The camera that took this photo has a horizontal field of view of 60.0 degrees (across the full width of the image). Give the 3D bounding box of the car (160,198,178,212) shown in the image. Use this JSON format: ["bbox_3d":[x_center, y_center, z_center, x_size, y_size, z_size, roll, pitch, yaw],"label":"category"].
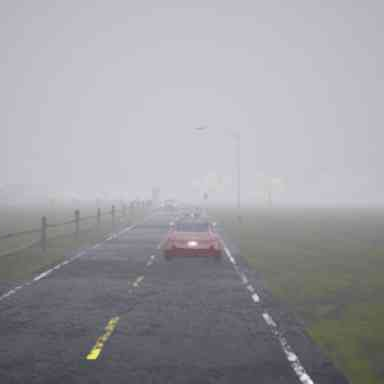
[{"bbox_3d":[-2.800,1.580,42.454,2.097,1.767,4.553,0,0,0],"label":"car"}]

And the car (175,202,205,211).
[{"bbox_3d":[0.018,1.688,25.349,2.033,1.411,5.357,0,0,0],"label":"car"}]

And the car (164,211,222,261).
[{"bbox_3d":[0.041,1.637,12.638,1.994,1.385,4.181,0,0,1],"label":"car"}]
